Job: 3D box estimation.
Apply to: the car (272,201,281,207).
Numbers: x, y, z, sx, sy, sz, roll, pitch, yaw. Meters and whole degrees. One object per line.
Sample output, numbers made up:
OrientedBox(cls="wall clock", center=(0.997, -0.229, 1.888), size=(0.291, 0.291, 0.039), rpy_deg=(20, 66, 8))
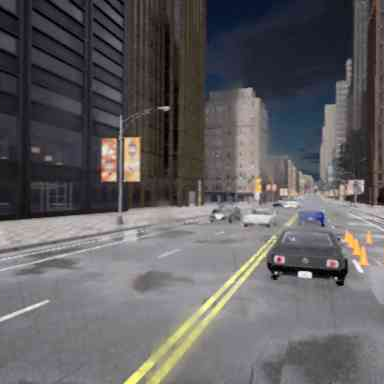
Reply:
OrientedBox(cls="car", center=(17.504, 2.531, 67.672), size=(1.895, 1.301, 4.718), rpy_deg=(1, -1, 20))

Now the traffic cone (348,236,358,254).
OrientedBox(cls="traffic cone", center=(6.471, 2.150, 13.108), size=(0.340, 0.580, 0.340), rpy_deg=(1, -1, 20))

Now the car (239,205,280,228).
OrientedBox(cls="car", center=(5.065, 1.875, 24.453), size=(1.895, 1.301, 4.718), rpy_deg=(1, -1, 20))

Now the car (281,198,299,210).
OrientedBox(cls="car", center=(17.522, 2.054, 58.330), size=(2.150, 2.045, 5.566), rpy_deg=(1, -1, 21))

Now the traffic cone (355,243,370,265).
OrientedBox(cls="traffic cone", center=(5.785, 2.124, 11.230), size=(0.340, 0.580, 0.340), rpy_deg=(1, -1, 20))

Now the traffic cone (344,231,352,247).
OrientedBox(cls="traffic cone", center=(7.157, 2.175, 14.987), size=(0.340, 0.580, 0.340), rpy_deg=(1, -1, 20))

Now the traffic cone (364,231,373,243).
OrientedBox(cls="traffic cone", center=(8.783, 2.212, 16.522), size=(0.340, 0.580, 0.340), rpy_deg=(1, -1, 20))

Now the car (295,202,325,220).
OrientedBox(cls="car", center=(9.615, 1.842, 26.848), size=(1.882, 1.535, 5.008), rpy_deg=(1, -1, 20))

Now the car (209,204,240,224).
OrientedBox(cls="car", center=(2.895, 1.767, 27.983), size=(2.128, 1.511, 4.902), rpy_deg=(1, -1, 20))

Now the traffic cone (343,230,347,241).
OrientedBox(cls="traffic cone", center=(7.844, 2.202, 16.865), size=(0.340, 0.580, 0.340), rpy_deg=(1, -1, 20))

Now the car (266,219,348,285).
OrientedBox(cls="car", center=(3.486, 1.728, 10.081), size=(1.895, 1.301, 4.718), rpy_deg=(1, 0, 20))
